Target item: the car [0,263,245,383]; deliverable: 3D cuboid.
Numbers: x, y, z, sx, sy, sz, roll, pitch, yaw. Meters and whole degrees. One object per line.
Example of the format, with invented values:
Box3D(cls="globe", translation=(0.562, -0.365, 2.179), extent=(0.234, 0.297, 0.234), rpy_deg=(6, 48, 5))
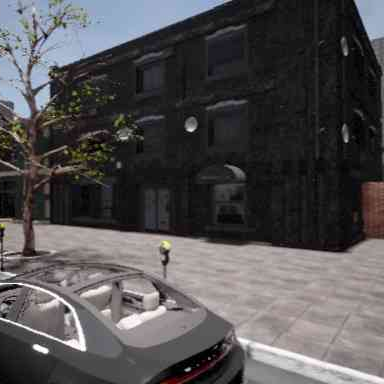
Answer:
Box3D(cls="car", translation=(-1.540, 1.551, 3.981), extent=(4.403, 1.369, 2.008), rpy_deg=(0, -1, 35))
